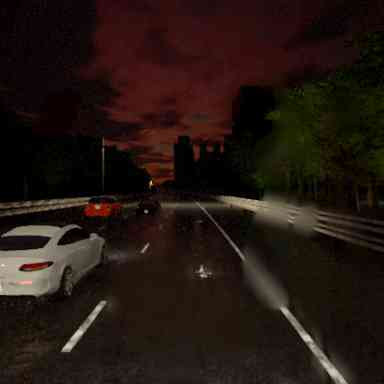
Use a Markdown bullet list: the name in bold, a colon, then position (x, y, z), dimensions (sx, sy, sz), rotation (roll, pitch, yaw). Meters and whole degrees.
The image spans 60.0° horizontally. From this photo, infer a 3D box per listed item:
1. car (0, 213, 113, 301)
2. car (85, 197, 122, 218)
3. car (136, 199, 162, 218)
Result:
- **car**: position (-3.433, 1.474, 8.071), dimensions (1.812, 1.442, 4.674), rotation (0, 0, 0)
- **car**: position (-7.113, 1.188, 27.065), dimensions (2.097, 1.767, 4.553), rotation (0, 0, -1)
- **car**: position (-3.644, 1.353, 28.420), dimensions (1.812, 1.442, 4.674), rotation (0, 0, -1)
